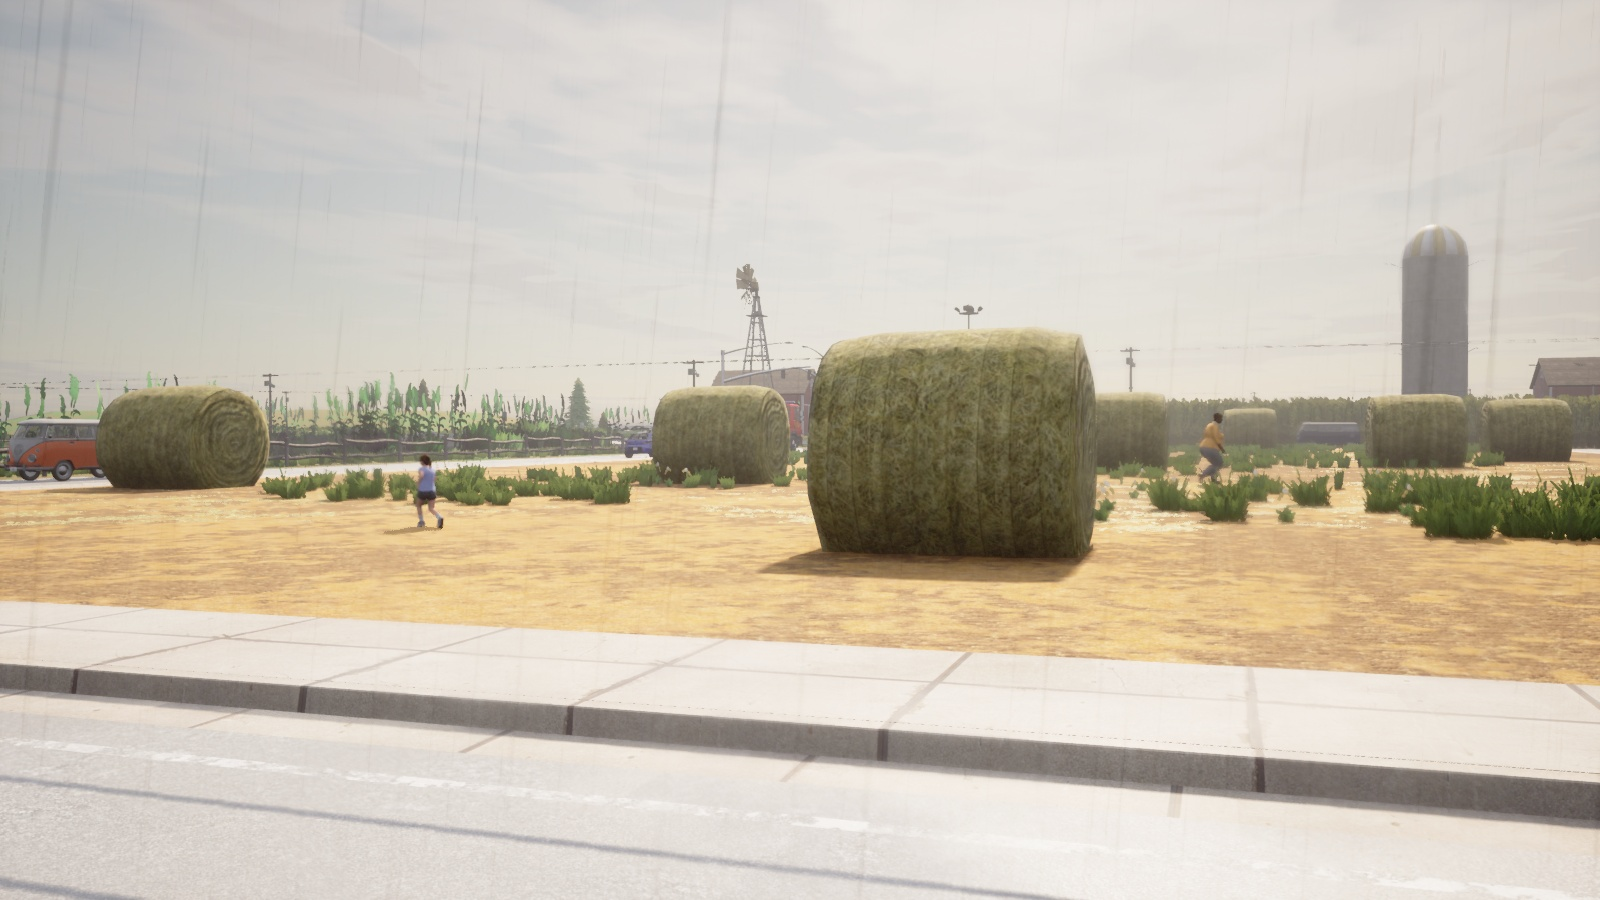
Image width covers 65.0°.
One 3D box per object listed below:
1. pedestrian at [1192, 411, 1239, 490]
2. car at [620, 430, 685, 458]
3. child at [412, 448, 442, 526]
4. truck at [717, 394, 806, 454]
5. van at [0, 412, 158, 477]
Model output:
[{"bbox_3d":[9.975,0.006,30.171,0.900,1.855,0.874,0,1,5],"label":"pedestrian"},{"bbox_3d":[-8.255,-0.356,70.618,1.816,1.474,4.193,1,1,21],"label":"car"},{"bbox_3d":[-5.362,0.523,18.056,0.394,1.110,0.255,1,1,44],"label":"child"},{"bbox_3d":[-2.522,-1.747,85.215,2.891,3.827,8.468,1,1,22],"label":"truck"},{"bbox_3d":[-23.552,-0.203,41.124,1.775,1.987,4.442,1,1,21],"label":"van"}]
